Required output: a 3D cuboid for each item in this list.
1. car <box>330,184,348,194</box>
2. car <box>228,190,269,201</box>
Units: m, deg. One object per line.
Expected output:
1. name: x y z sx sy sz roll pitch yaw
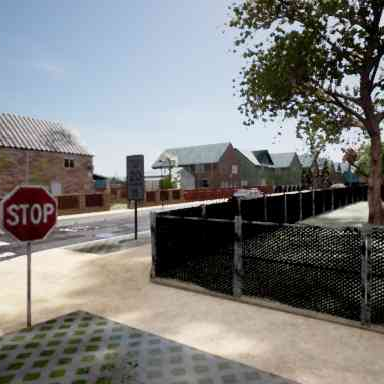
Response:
1. car: 22.191 -0.499 49.936 1.882 1.535 5.008 -1 2 36
2. car: 4.601 0.557 25.758 2.128 1.511 4.902 -1 2 36
